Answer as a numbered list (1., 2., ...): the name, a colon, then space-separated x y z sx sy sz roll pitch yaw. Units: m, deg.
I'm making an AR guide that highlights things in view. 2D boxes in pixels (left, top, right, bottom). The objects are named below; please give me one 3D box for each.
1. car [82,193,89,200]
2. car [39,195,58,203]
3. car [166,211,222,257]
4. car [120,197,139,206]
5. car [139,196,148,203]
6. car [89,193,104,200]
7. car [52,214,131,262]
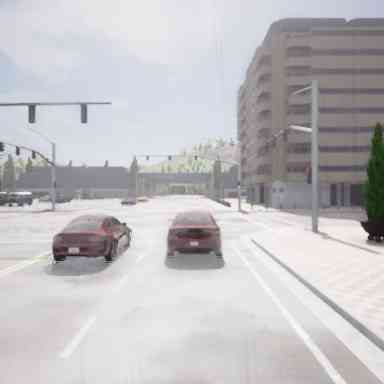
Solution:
1. car: -27.449 1.171 86.834 1.905 1.878 3.866 0 0 0
2. car: -30.215 1.407 69.376 1.970 1.475 3.806 0 0 0
3. car: 0.083 1.480 12.928 1.882 1.535 5.008 0 0 0
4. car: -10.562 1.574 55.267 1.994 1.385 4.181 0 0 0
5. car: -10.505 1.490 70.820 1.882 1.535 5.008 0 0 0
6. car: -24.555 1.168 86.770 1.932 1.855 4.605 0 0 0
7. car: -3.423 1.528 11.957 1.812 1.442 4.674 0 0 0
